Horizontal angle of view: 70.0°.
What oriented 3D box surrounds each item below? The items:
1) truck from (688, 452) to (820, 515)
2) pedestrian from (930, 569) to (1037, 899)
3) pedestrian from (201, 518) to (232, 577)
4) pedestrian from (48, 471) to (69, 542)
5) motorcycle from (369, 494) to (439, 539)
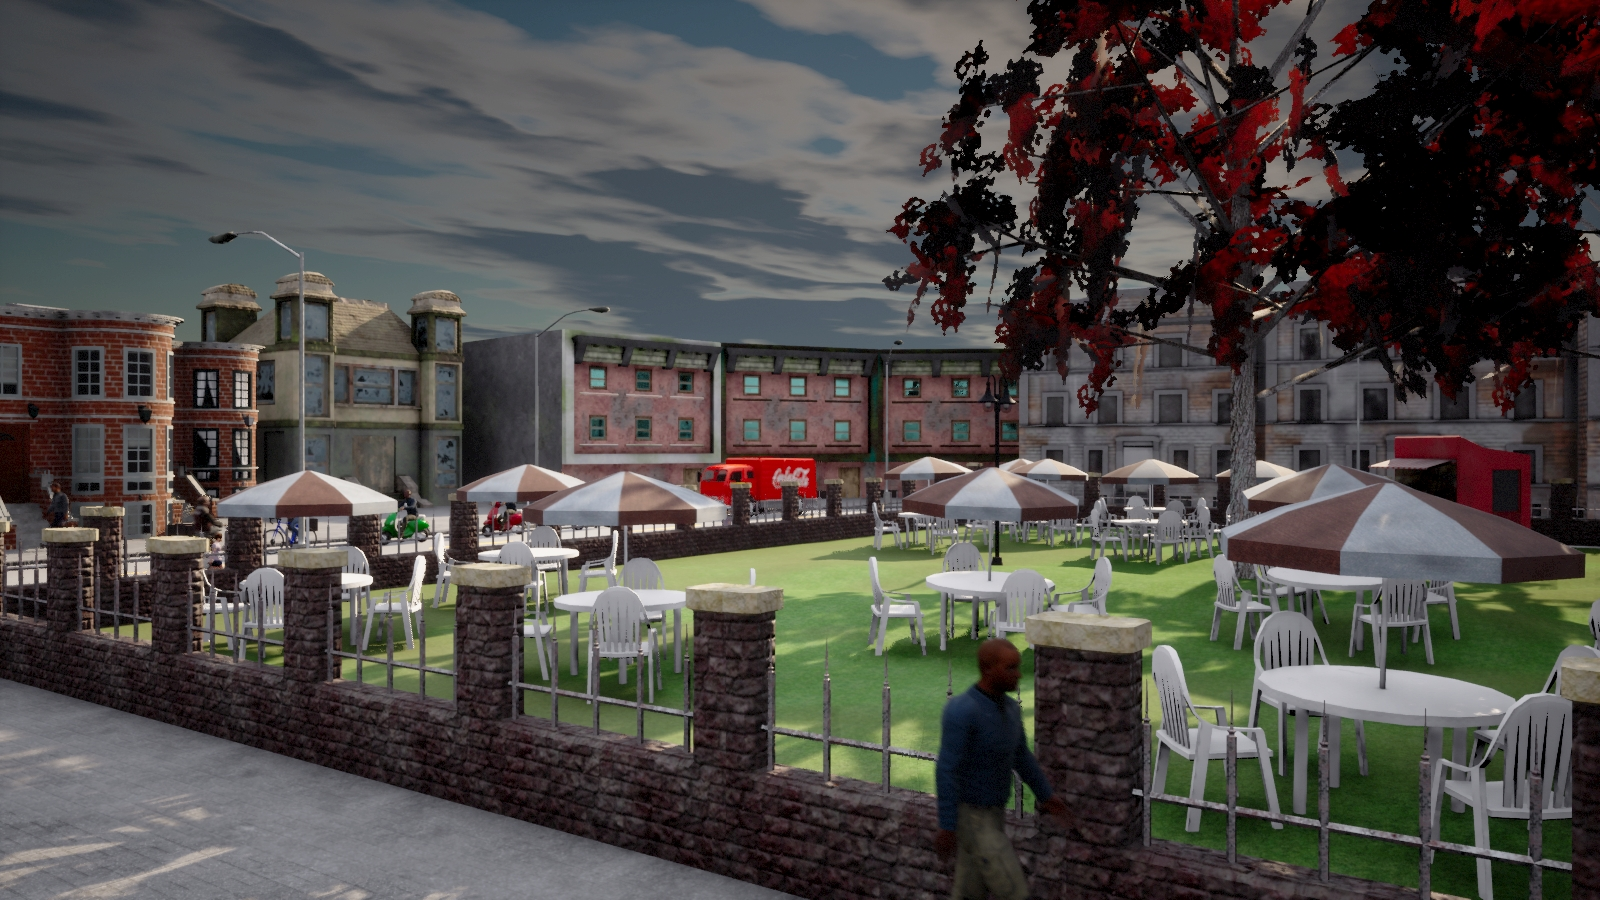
[{"bbox_3d":[-1.854,1.343,47.954,2.627,2.467,5.204,0,-1,43],"label":"truck"},{"bbox_3d":[0.876,1.523,5.438,0.375,1.860,0.375,0,0,35],"label":"pedestrian"},{"bbox_3d":[-11.375,1.888,22.273,0.500,1.100,0.500,0,0,-32],"label":"pedestrian"},{"bbox_3d":[-19.905,1.511,30.656,0.375,1.860,0.375,0,0,40],"label":"pedestrian"},{"bbox_3d":[-11.759,1.950,33.969,0.856,1.236,1.805,0,0,35],"label":"motorcycle"}]
